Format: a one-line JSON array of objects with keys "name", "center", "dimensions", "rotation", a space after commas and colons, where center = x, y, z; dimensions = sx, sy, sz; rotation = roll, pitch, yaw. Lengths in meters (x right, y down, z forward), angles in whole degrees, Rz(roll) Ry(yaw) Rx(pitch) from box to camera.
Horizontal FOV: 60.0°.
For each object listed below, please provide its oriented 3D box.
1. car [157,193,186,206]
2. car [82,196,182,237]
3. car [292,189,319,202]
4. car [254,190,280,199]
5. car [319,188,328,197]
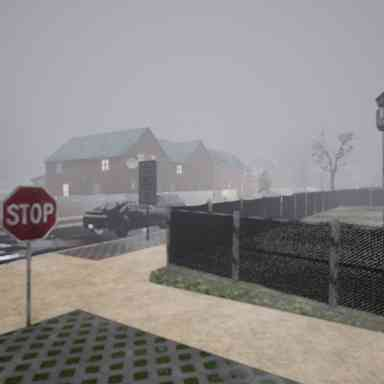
[{"name": "car", "center": [-2.357, 0.899, 21.981], "dimensions": [2.097, 1.767, 4.553], "rotation": [0, 1, 34]}, {"name": "car", "center": [-2.916, 1.167, 15.987], "dimensions": [2.128, 1.511, 4.902], "rotation": [0, 1, 34]}, {"name": "car", "center": [13.796, 0.476, 41.086], "dimensions": [1.837, 1.490, 4.892], "rotation": [0, 1, 34]}, {"name": "car", "center": [8.818, 0.566, 38.779], "dimensions": [2.128, 1.511, 4.902], "rotation": [0, 1, 34]}, {"name": "car", "center": [19.313, 0.228, 49.485], "dimensions": [1.882, 1.535, 5.008], "rotation": [0, 1, 34]}]
